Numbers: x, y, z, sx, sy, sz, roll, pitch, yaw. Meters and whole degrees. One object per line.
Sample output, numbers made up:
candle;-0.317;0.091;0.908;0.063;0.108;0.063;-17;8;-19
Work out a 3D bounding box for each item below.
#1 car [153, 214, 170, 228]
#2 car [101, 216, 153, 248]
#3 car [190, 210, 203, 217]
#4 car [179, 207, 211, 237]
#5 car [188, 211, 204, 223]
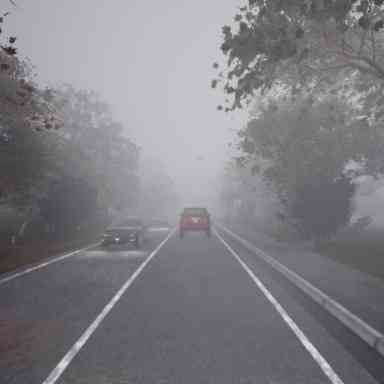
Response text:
car;-3.325;2.946;34.223;1.994;1.385;4.181;0;-3;1
car;-3.480;2.100;18.025;1.837;1.490;4.892;0;-3;1
car;1.058;4.755;74.056;1.882;1.535;5.008;1;-3;14
car;0.234;2.137;24.569;2.150;2.045;5.566;0;-3;0
car;0.618;3.484;46.701;2.128;1.511;4.902;0;-3;3
